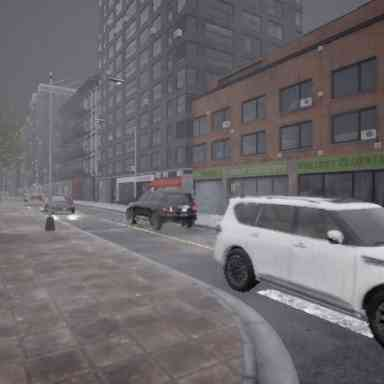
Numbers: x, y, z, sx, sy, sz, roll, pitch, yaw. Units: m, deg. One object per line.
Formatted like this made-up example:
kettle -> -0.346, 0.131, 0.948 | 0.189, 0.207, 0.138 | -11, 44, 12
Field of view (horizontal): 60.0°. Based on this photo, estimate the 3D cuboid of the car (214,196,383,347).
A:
car -> 2.681, 1.140, 6.398 | 2.150, 2.045, 5.566 | 0, 1, -33

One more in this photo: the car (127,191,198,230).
car -> -1.829, 0.943, 18.950 | 2.150, 2.045, 5.566 | 0, 1, -32

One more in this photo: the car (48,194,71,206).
car -> -17.025, 0.991, 42.689 | 1.895, 1.301, 4.718 | 0, 0, -33

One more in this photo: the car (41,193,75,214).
car -> -11.321, 1.051, 28.308 | 1.812, 1.442, 4.674 | 0, 1, -33

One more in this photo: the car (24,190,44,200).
car -> -19.980, 0.376, 42.030 | 2.097, 1.767, 4.553 | 0, 0, -33
